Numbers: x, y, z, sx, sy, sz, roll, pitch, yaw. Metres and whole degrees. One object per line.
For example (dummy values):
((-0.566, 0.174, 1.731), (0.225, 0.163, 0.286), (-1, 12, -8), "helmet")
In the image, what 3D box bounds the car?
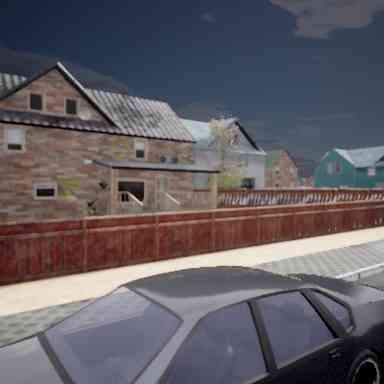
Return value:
((0.037, 1.519, 3.093), (5.357, 1.411, 2.033), (-1, 1, -35), "car")
